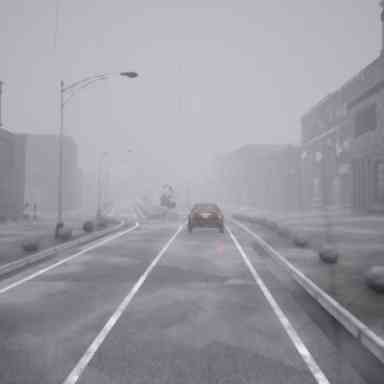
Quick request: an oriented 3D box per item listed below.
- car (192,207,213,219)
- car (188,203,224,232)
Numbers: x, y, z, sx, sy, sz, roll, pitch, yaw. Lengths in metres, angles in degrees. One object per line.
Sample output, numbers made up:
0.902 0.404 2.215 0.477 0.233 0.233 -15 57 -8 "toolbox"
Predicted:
1.210 2.591 40.601 2.033 1.411 5.357 0 -4 -4 "car"
0.863 1.457 20.909 2.097 1.767 4.553 0 -1 3 "car"
